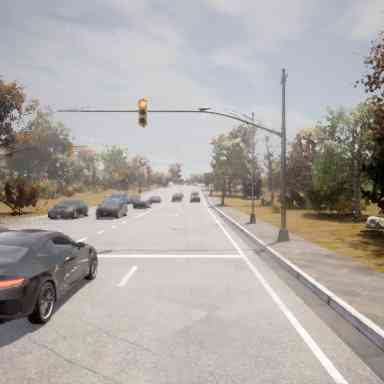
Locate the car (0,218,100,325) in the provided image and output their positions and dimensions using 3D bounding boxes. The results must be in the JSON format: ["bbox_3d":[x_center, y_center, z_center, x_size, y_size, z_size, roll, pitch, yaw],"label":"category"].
[{"bbox_3d":[-3.400,1.526,7.007,1.812,1.442,4.674,0,0,-1],"label":"car"}]

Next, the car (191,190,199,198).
[{"bbox_3d":[0.654,0.493,74.498,1.812,1.442,4.674,0,3,1],"label":"car"}]

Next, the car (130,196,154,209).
[{"bbox_3d":[-6.728,1.601,44.642,1.895,1.301,4.718,0,0,1],"label":"car"}]

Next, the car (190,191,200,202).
[{"bbox_3d":[0.646,1.131,63.629,1.895,1.301,4.718,0,3,1],"label":"car"}]

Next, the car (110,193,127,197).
[{"bbox_3d":[-10.221,1.223,45.824,2.150,2.045,5.566,0,0,0],"label":"car"}]

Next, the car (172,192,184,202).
[{"bbox_3d":[-2.851,1.010,64.148,1.837,1.490,4.892,0,3,1],"label":"car"}]

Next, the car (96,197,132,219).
[{"bbox_3d":[-6.878,1.478,28.905,1.882,1.535,5.008,0,0,1],"label":"car"}]

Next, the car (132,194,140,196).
[{"bbox_3d":[-10.070,1.257,59.142,1.837,1.490,4.892,0,4,1],"label":"car"}]

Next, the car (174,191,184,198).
[{"bbox_3d":[-2.853,0.588,74.082,1.895,1.301,4.718,0,3,1],"label":"car"}]

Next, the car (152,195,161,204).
[{"bbox_3d":[-6.571,1.317,59.147,1.994,1.385,4.181,0,3,1],"label":"car"}]

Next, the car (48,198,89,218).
[{"bbox_3d":[-10.383,1.352,28.227,2.097,1.767,4.553,0,0,1],"label":"car"}]
